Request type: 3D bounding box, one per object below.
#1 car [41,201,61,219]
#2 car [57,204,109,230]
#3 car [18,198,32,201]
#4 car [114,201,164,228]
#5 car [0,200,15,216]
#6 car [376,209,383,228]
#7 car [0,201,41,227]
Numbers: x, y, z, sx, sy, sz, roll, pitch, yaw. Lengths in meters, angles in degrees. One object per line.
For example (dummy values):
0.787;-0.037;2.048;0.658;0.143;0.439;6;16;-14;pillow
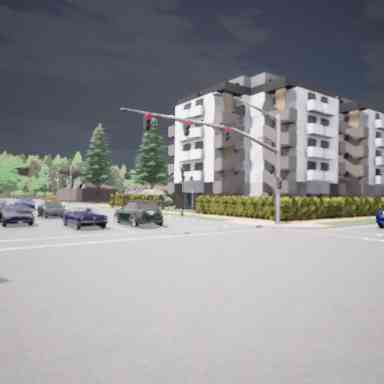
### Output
-12.488;1.567;29.692;1.837;1.490;4.892;1;0;-34;car
-7.099;1.667;21.806;1.895;1.301;4.718;1;0;-34;car
-21.669;1.576;43.267;1.882;1.535;5.008;1;0;-34;car
-3.862;1.460;23.625;2.097;1.767;4.553;1;0;-34;car
-19.352;1.571;33.549;2.033;1.411;5.357;1;0;-34;car
15.216;1.509;23.489;5.566;2.045;2.150;1;0;-37;car
-12.454;1.573;23.434;2.033;1.411;5.357;1;0;-34;car
